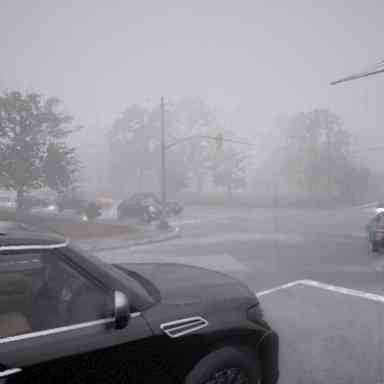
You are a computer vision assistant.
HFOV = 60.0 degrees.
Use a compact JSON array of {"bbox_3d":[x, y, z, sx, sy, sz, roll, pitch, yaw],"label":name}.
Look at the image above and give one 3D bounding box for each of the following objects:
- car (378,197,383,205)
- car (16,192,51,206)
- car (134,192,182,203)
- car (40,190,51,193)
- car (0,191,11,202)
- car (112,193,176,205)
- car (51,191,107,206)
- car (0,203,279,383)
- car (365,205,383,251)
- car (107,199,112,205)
[{"bbox_3d":[21.461,1.011,35.864,1.994,1.385,4.181,0,1,39],"label":"car"},{"bbox_3d":[-18.688,1.042,38.800,4.718,1.301,1.895,3,3,40],"label":"car"},{"bbox_3d":[-3.324,1.015,30.339,5.566,2.045,2.150,1,1,40],"label":"car"},{"bbox_3d":[-18.307,0.636,43.066,4.553,1.767,2.097,3,3,41],"label":"car"},{"bbox_3d":[-26.431,0.527,45.411,4.674,1.442,1.812,3,3,41],"label":"car"},{"bbox_3d":[-3.838,1.221,26.187,4.553,1.767,2.097,0,1,40],"label":"car"},{"bbox_3d":[-11.039,0.961,32.296,5.566,2.045,2.150,2,2,40],"label":"car"},{"bbox_3d":[-1.780,1.225,2.627,5.566,2.045,2.150,0,0,-35],"label":"car"},{"bbox_3d":[7.973,1.424,12.957,1.994,1.385,4.181,0,1,25],"label":"car"},{"bbox_3d":[-10.747,0.973,36.644,4.553,1.767,2.097,2,2,40],"label":"car"}]
